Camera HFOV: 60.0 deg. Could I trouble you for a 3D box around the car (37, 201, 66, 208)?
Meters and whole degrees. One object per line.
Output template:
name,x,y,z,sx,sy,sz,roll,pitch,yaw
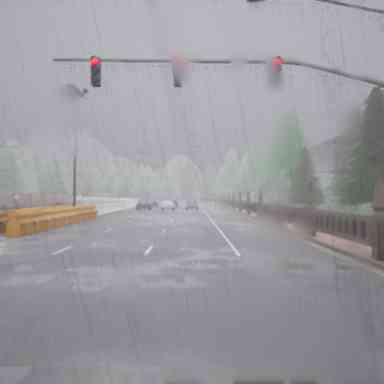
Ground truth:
car,-17.542,1.895,41.808,2.033,1.411,5.357,0,0,1

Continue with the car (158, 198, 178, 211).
car,-3.412,1.928,48.152,1.812,1.442,4.674,0,0,1

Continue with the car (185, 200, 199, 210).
car,-0.006,1.958,49.116,2.033,1.411,5.357,0,0,0

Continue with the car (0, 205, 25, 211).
car,-17.578,1.862,31.406,1.895,1.301,4.718,0,0,0

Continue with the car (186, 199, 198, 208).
car,-0.008,2.045,59.536,2.033,1.411,5.357,0,0,0

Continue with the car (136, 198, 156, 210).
car,-7.006,1.765,49.504,2.097,1.767,4.553,0,0,0

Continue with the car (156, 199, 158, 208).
car,-7.007,2.001,59.536,1.837,1.490,4.892,0,0,0
